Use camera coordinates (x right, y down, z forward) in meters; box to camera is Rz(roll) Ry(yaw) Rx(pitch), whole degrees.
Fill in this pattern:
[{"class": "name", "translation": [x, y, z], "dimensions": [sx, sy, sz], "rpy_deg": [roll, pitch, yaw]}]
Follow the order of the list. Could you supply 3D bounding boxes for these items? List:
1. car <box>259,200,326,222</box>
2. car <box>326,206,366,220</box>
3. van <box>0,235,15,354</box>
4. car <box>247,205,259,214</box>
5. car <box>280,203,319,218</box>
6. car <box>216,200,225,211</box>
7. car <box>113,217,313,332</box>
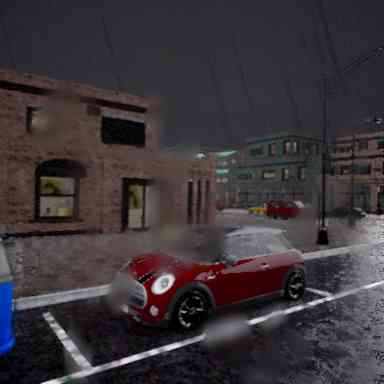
[{"class": "car", "translation": [8.938, 1.686, 29.945], "dimensions": [2.192, 1.841, 5.009], "rpy_deg": [1, -1, -35]}, {"class": "car", "translation": [15.814, 2.157, 34.721], "dimensions": [1.947, 1.339, 4.313], "rpy_deg": [1, -1, -35]}, {"class": "van", "translation": [-4.116, 1.326, 3.603], "dimensions": [3.998, 1.788, 1.690], "rpy_deg": [1, 0, -36]}, {"class": "car", "translation": [9.384, 2.225, 43.973], "dimensions": [1.752, 1.417, 4.829], "rpy_deg": [1, -1, -35]}, {"class": "car", "translation": [12.649, 2.085, 39.279], "dimensions": [1.967, 1.590, 4.097], "rpy_deg": [1, -1, -35]}, {"class": "car", "translation": [3.149, 2.119, 52.948], "dimensions": [2.192, 1.841, 5.009], "rpy_deg": [1, -1, -35]}, {"class": "car", "translation": [0.475, 1.486, 6.884], "dimensions": [4.097, 1.590, 1.967], "rpy_deg": [1, 0, -36]}]
